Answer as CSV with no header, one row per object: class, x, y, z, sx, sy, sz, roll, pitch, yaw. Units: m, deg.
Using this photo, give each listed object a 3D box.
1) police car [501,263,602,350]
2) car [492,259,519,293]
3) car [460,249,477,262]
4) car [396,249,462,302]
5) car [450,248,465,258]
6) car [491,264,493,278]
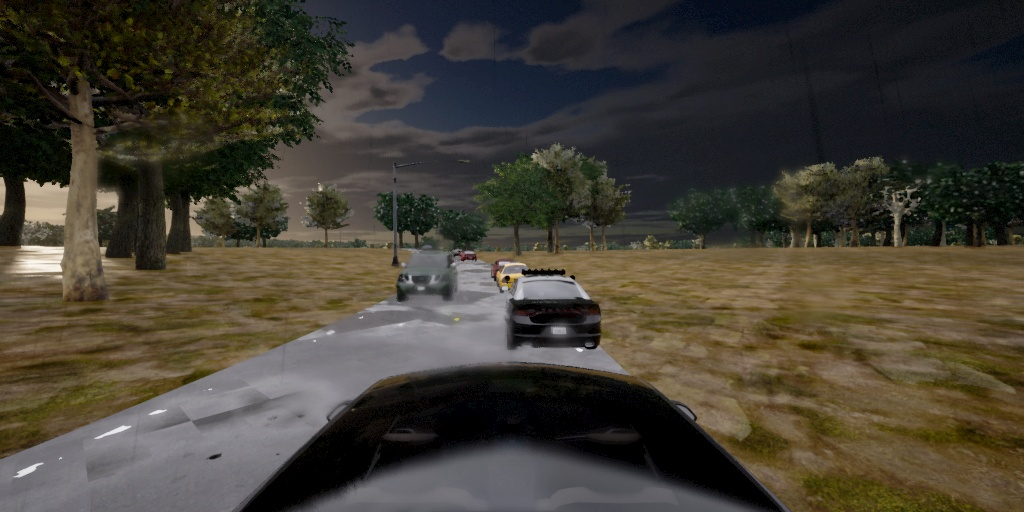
police car,0.777,1.143,9.146,1.930,1.638,5.238,0,0,-2
car,0.120,1.017,19.309,1.801,1.575,5.366,-2,2,-5
car,-6.216,-0.035,51.198,1.882,1.535,5.008,0,2,-14
car,-3.704,0.850,16.557,2.150,2.045,5.566,0,1,-4
car,-9.661,-0.568,63.369,1.837,1.490,4.892,0,3,-19
car,-0.464,0.930,25.167,1.812,1.442,4.674,-1,1,-7
